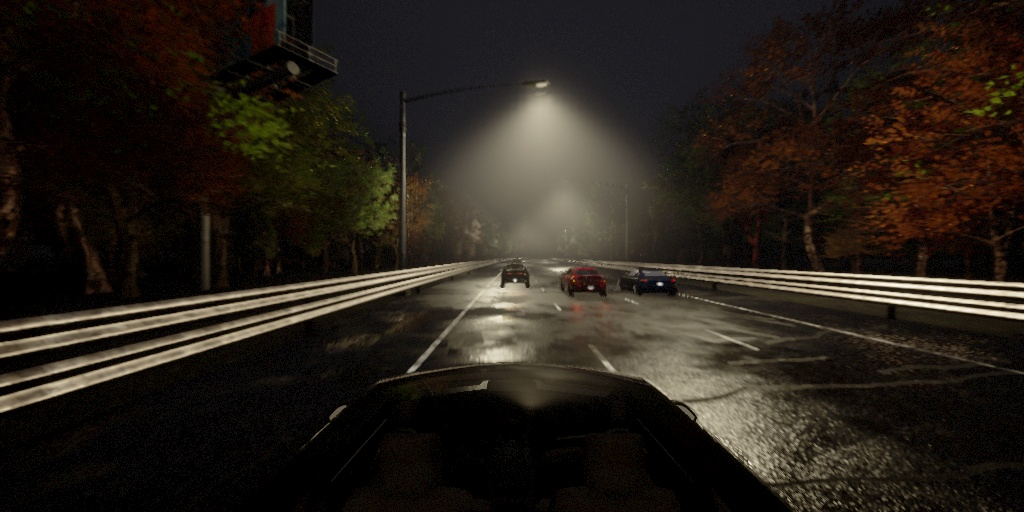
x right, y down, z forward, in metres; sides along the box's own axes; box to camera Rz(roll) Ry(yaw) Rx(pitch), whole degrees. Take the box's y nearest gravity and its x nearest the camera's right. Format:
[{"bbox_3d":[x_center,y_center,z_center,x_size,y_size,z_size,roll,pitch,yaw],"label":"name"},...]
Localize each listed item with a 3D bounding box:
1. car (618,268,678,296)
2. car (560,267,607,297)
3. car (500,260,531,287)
[{"bbox_3d":[7.171,1.332,19.330,1.994,1.385,4.181,0,0,1],"label":"car"},{"bbox_3d":[3.666,1.290,18.860,1.812,1.442,4.674,0,0,1],"label":"car"},{"bbox_3d":[0.226,1.270,25.015,1.837,1.490,4.892,0,0,1],"label":"car"}]
